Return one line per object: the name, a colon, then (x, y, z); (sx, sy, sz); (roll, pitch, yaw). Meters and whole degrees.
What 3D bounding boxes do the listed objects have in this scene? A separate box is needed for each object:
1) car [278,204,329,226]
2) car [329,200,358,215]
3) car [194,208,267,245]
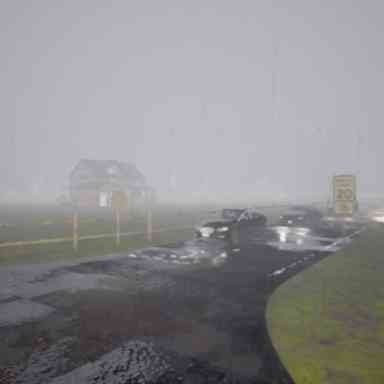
car: (8.160, 1.650, 24.542); (2.033, 1.411, 5.357); (0, 0, 36)
car: (16.149, 1.386, 35.515); (2.150, 2.045, 5.566); (0, -1, 36)
car: (2.005, 1.555, 16.068); (2.128, 1.511, 4.902); (0, 0, 36)
